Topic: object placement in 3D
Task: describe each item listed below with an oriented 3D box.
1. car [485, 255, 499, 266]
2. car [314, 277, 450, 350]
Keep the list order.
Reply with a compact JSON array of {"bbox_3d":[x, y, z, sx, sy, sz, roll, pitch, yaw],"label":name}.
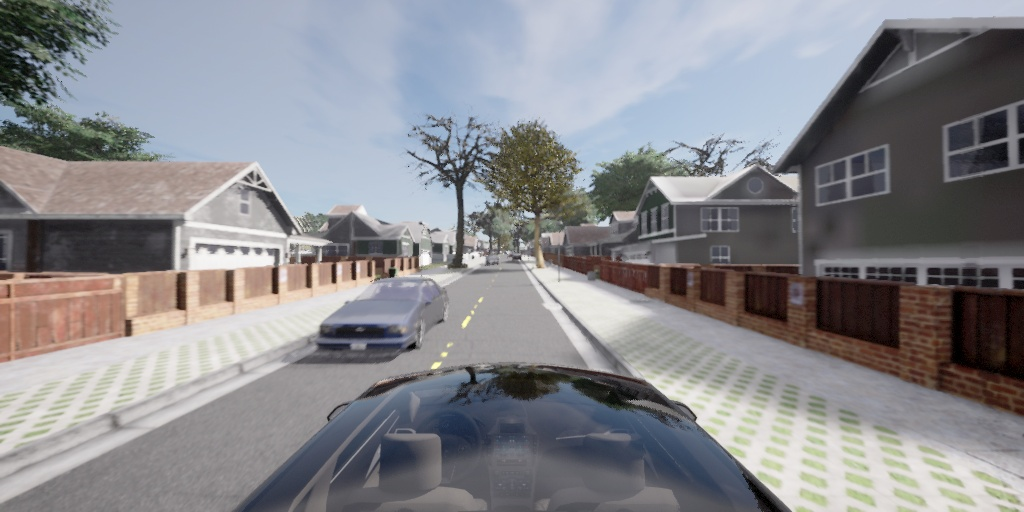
[{"bbox_3d":[-2.817,0.581,51.109,2.128,1.511,4.902,0,1,0],"label":"car"},{"bbox_3d":[-2.850,1.279,9.306,2.033,1.411,5.357,0,0,0],"label":"car"}]
